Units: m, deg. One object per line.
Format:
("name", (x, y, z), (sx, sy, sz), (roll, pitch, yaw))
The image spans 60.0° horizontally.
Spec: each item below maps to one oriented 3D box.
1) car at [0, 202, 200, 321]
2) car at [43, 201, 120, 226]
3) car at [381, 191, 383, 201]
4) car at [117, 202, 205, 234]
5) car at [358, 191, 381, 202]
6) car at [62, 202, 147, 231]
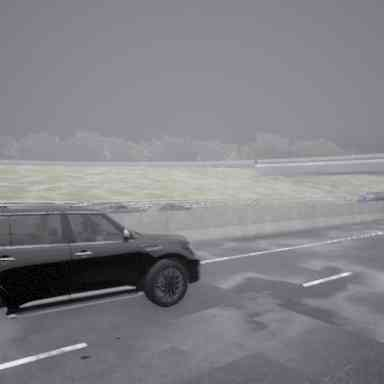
("car", (-2.476, 1.221, 6.280), (5.566, 2.045, 2.150), (0, 0, -36))
("car", (-7.964, 1.469, 24.106), (4.902, 1.511, 2.128), (0, 0, -35))
("car", (29.002, 0.856, 46.127), (5.566, 2.045, 2.150), (-1, 0, -35))
("car", (-1.764, 1.439, 19.929), (5.008, 1.535, 1.882), (-1, 0, -35))
("car", (26.728, 0.858, 48.800), (5.566, 2.045, 2.150), (-1, 1, -35))
("car", (-5.590, 1.467, 21.499), (4.902, 1.511, 2.128), (0, 0, -35))
